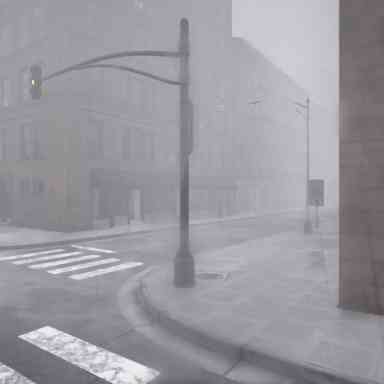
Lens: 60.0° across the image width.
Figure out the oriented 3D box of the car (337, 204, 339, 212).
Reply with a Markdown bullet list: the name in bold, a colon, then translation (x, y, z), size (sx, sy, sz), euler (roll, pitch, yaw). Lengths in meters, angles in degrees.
- **car**: translation (19.946, 1.756, 42.345), size (1.882, 1.535, 5.008), euler (0, 0, 36)
